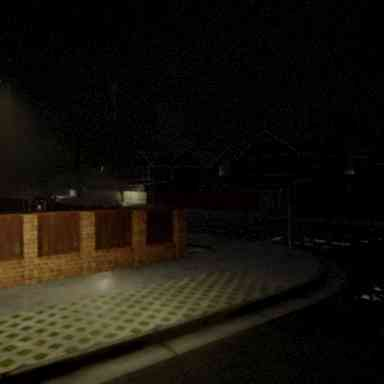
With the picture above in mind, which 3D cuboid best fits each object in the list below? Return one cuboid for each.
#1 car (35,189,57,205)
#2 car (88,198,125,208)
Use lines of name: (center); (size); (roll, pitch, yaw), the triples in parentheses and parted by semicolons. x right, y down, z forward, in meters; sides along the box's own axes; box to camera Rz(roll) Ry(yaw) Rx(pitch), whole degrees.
car: (-20.382, 0.625, 46.339); (2.150, 2.045, 5.566); (-2, 2, -33)
car: (-7.262, 1.196, 28.082); (1.994, 1.385, 4.181); (-3, 2, -38)
